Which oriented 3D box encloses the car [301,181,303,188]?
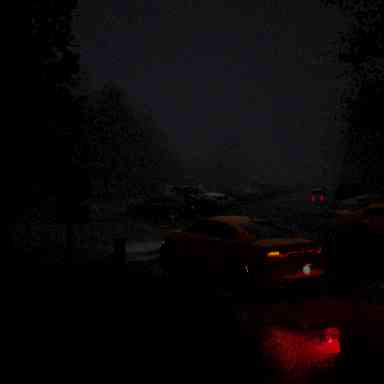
[{"bbox_3d":[22.712,-1.440,77.942,5.008,1.535,2.097,1,2,24],"label":"car"}]

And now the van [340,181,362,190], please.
[{"bbox_3d":[35.899,-1.548,75.102,4.442,1.987,1.878,1,2,24],"label":"van"}]

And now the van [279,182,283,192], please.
[{"bbox_3d":[11.555,-0.677,52.531,4.442,1.987,1.878,1,2,24],"label":"van"}]

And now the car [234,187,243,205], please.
[{"bbox_3d":[1.480,0.566,29.710,5.366,1.575,1.946,1,3,24],"label":"car"}]

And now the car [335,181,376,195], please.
[{"bbox_3d":[25.596,-0.686,52.276,5.566,2.045,2.435,1,2,24],"label":"car"}]

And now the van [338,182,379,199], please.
[{"bbox_3d":[21.018,-0.265,42.177,4.442,1.987,1.878,1,3,24],"label":"van"}]

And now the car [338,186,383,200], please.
[{"bbox_3d":[20.027,0.096,39.619,4.792,1.488,2.163,1,3,24],"label":"car"}]

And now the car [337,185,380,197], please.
[{"bbox_3d":[22.253,-0.140,44.684,5.008,1.535,2.097,1,2,24],"label":"car"}]

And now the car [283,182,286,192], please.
[{"bbox_3d":[12.549,-0.523,55.135,4.792,1.488,2.163,1,2,24],"label":"car"}]

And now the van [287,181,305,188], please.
[{"bbox_3d":[28.238,-2.085,90.642,4.442,1.987,1.878,1,2,24],"label":"van"}]

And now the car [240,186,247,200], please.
[{"bbox_3d":[2.443,0.445,32.317,4.892,1.521,2.231,1,3,24],"label":"car"}]

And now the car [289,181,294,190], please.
[{"bbox_3d":[15.787,-0.854,62.803,5.366,1.575,1.946,1,2,24],"label":"car"}]

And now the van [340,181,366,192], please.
[{"bbox_3d":[31.402,-1.155,64.983,4.442,1.987,1.878,1,2,24],"label":"van"}]

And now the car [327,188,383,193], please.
[{"bbox_3d":[13.087,0.774,24.538,5.366,1.575,1.946,1,3,24],"label":"car"}]

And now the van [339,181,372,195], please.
[{"bbox_3d":[24.390,-0.564,49.784,4.442,1.987,1.878,1,2,24],"label":"van"}]

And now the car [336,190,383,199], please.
[{"bbox_3d":[9.962,1.017,16.972,4.553,1.767,2.185,1,3,24],"label":"car"}]

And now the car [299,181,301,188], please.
[{"bbox_3d":[21.562,-1.467,75.412,4.553,1.767,2.185,1,2,24],"label":"car"}]

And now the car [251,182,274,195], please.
[{"bbox_3d":[8.062,-0.148,44.983,4.892,1.521,2.231,1,3,24],"label":"car"}]

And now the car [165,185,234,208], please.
[{"bbox_3d":[0.209,0.439,27.227,5.566,2.045,2.435,1,3,24],"label":"car"}]

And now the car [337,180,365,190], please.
[{"bbox_3d":[34.642,-1.478,72.630,5.566,2.045,2.435,1,2,24],"label":"car"}]

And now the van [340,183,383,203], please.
[{"bbox_3d":[17.910,0.064,34.632,4.442,1.987,1.878,1,3,24],"label":"van"}]

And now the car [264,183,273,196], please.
[{"bbox_3d":[7.113,-0.039,42.379,5.366,1.575,1.946,1,3,24],"label":"car"}]

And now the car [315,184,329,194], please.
[{"bbox_3d":[22.305,-0.622,56.974,1.882,1.535,5.008,1,2,24],"label":"car"}]

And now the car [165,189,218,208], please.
[{"bbox_3d":[-0.938,0.812,24.714,5.008,1.535,2.097,1,3,24],"label":"car"}]

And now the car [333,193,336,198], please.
[{"bbox_3d":[10.981,1.054,19.419,4.792,1.488,2.163,1,3,24],"label":"car"}]

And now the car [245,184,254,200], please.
[{"bbox_3d":[3.395,0.315,34.928,5.366,1.575,1.946,1,3,24],"label":"car"}]

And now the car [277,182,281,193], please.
[{"bbox_3d":[10.348,-0.325,50.041,4.792,1.488,2.163,1,2,24],"label":"car"}]

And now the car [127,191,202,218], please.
[{"bbox_3d":[-2.097,0.964,22.196,4.792,1.488,2.163,1,3,24],"label":"car"}]

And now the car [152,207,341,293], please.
[{"bbox_3d":[0.954,1.351,8.625,1.882,1.535,5.008,2,-1,-32],"label":"car"}]

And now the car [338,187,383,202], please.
[{"bbox_3d":[18.955,0.201,37.209,4.792,1.488,2.163,1,3,24],"label":"car"}]

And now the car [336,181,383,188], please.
[{"bbox_3d":[15.531,0.285,29.496,5.566,2.045,2.435,1,3,24],"label":"car"}]

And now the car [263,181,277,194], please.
[{"bbox_3d":[9.224,-0.379,47.501,4.553,1.767,2.185,1,3,24],"label":"car"}]

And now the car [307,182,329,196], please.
[{"bbox_3d":[18.125,-0.243,47.571,2.128,1.511,4.902,1,2,24],"label":"car"}]

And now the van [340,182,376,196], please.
[{"bbox_3d":[23.479,-0.462,47.160,4.442,1.987,1.878,1,2,24],"label":"van"}]

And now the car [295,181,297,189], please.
[{"bbox_3d":[18.204,-1.044,67.801,4.892,1.521,2.231,1,2,24],"label":"car"}]

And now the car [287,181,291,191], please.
[{"bbox_3d":[14.802,-0.720,60.206,4.792,1.488,2.163,1,2,24],"label":"car"}]

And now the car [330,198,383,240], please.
[{"bbox_3d":[8.805,1.264,14.463,5.008,1.535,2.097,1,3,24],"label":"car"}]

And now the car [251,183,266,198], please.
[{"bbox_3d":[5.698,0.067,40.107,5.366,1.575,1.946,1,3,24],"label":"car"}]

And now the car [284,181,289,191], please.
[{"bbox_3d":[13.675,-0.622,57.671,4.792,1.488,2.163,1,2,24],"label":"car"}]

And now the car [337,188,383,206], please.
[{"bbox_3d":[16.604,0.442,32.061,4.792,1.488,2.163,1,3,24],"label":"car"}]

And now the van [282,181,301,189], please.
[{"bbox_3d":[24.865,-1.864,83.049,4.442,1.987,1.878,1,2,24],"label":"van"}]

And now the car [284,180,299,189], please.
[{"bbox_3d":[19.167,-1.150,70.409,5.366,1.575,1.946,1,2,24],"label":"car"}]

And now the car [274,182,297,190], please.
[{"bbox_3d":[20.435,-1.368,72.877,4.553,1.767,2.185,1,2,24],"label":"car"}]

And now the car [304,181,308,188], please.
[{"bbox_3d":[26.124,-1.986,85.524,5.566,2.045,2.435,1,2,24],"label":"car"}]
